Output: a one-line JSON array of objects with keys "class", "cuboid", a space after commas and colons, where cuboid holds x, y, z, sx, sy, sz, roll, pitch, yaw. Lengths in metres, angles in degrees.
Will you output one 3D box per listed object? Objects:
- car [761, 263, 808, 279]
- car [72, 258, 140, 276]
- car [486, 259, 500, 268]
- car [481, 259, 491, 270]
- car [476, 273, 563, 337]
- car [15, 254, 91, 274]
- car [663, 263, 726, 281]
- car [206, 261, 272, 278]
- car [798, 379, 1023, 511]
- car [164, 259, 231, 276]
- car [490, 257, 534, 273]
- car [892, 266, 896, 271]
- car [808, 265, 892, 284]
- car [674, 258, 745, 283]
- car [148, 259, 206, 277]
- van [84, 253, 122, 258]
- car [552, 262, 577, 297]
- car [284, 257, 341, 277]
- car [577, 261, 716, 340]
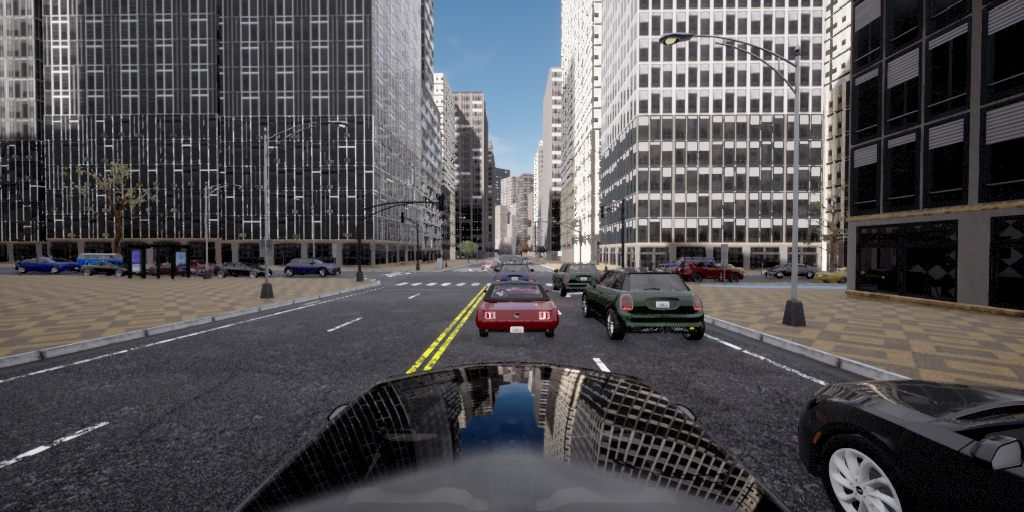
[{"class": "car", "cuboid": [27.224, 1.449, 35.244, 4.902, 1.511, 2.128, 1, 1, 1]}, {"class": "car", "cuboid": [-34.043, 1.069, 30.612, 4.313, 1.339, 1.948, 0, 0, 1]}, {"class": "car", "cuboid": [-3.213, 1.251, 60.343, 2.033, 1.411, 5.357, 0, 0, 0]}, {"class": "car", "cuboid": [-3.238, 1.241, 50.655, 1.812, 1.442, 4.674, 0, 0, 0]}, {"class": "car", "cuboid": [0.113, 1.347, 10.187, 1.895, 1.301, 4.718, 0, 0, 0]}, {"class": "car", "cuboid": [-43.041, 0.856, 33.460, 5.008, 1.535, 1.882, 0, 1, 2]}, {"class": "car", "cuboid": [16.347, 1.439, 32.256, 4.674, 1.442, 1.812, 0, 1, 1]}, {"class": "car", "cuboid": [-22.679, 1.174, 30.284, 4.313, 1.339, 1.948, 0, 0, 1]}, {"class": "car", "cuboid": [3.342, 1.255, 1.036, 1.837, 1.490, 4.892, 0, 0, 0]}, {"class": "car", "cuboid": [-28.981, 1.033, 33.134, 4.674, 1.442, 1.812, 1, 1, 1]}, {"class": "car", "cuboid": [0.132, 1.092, 19.180, 2.097, 1.767, 4.553, 0, 0, 0]}, {"class": "car", "cuboid": [33.163, 1.684, 29.358, 4.207, 1.307, 1.802, 0, 0, 1]}, {"class": "car", "cuboid": [27.693, 1.579, 29.462, 4.829, 1.417, 1.751, 0, 0, 1]}, {"class": "car", "cuboid": [16.245, 1.269, 29.681, 5.009, 1.841, 2.192, 0, 0, 1]}, {"class": "car", "cuboid": [-28.362, 1.138, 30.428, 4.207, 1.307, 1.802, 0, 0, 1]}, {"class": "van", "cuboid": [-45.217, 0.605, 39.294, 3.998, 1.789, 1.690, 0, 0, 1]}, {"class": "car", "cuboid": [3.381, 1.093, 19.028, 2.097, 1.767, 4.553, 0, 0, 0]}, {"class": "car", "cuboid": [-18.176, 0.957, 32.854, 4.553, 1.767, 2.097, 1, 1, 2]}, {"class": "car", "cuboid": [3.357, 1.098, 10.091, 2.097, 1.767, 4.553, 0, 0, 0]}]
